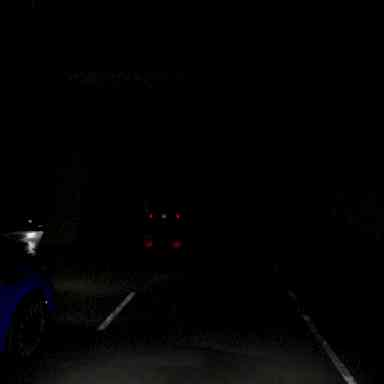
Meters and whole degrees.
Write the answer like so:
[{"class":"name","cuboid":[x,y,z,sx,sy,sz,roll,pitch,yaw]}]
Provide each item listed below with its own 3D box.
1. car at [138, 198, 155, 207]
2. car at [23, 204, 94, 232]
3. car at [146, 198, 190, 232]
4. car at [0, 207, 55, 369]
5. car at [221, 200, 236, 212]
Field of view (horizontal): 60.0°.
[{"class":"car","cuboid":[-7.802,1.781,57.553,1.994,1.385,4.181,0,0,7]},{"class":"car","cuboid":[-8.515,1.618,21.944,2.033,1.411,5.357,0,0,7]},{"class":"car","cuboid":[-1.354,1.435,21.075,2.097,1.767,4.553,0,0,7]},{"class":"car","cuboid":[-3.224,1.225,2.647,2.150,2.045,5.566,0,0,3]},{"class":"car","cuboid":[4.587,1.728,41.673,2.033,1.411,5.357,0,0,7]}]
